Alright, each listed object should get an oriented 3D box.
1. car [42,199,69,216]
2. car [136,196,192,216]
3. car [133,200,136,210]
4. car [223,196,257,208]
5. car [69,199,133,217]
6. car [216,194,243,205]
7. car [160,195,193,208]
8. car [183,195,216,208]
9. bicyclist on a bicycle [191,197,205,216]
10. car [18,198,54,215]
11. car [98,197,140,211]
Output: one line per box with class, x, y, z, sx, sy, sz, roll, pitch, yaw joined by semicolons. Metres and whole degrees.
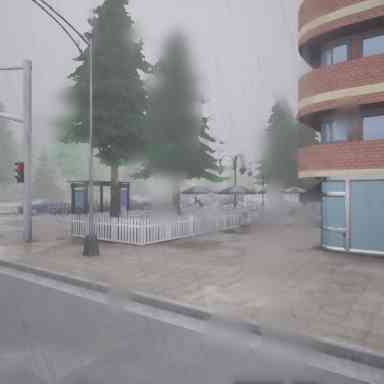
car;-11.254;1.545;31.572;1.895;1.301;4.718;0;0;36
car;-2.553;1.436;31.336;2.128;1.511;4.902;0;0;36
car;-5.784;1.545;38.931;1.895;1.301;4.718;0;0;37
car;7.136;1.545;47.130;4.718;1.301;1.895;0;0;-37
car;-8.019;1.436;29.756;2.128;1.511;4.902;0;0;36
car;6.058;1.166;54.934;5.566;2.045;2.150;0;0;-31
car;-2.237;1.296;48.337;4.553;1.767;2.097;0;0;-43
car;0.830;1.508;46.488;4.181;1.385;1.994;0;0;-43
bicyclist on a bicycle;0.434;1.245;27.308;1.656;1.620;0.582;0;0;36
car;-14.551;1.422;32.967;1.882;1.535;5.008;0;0;36
car;-8.832;1.422;40.636;1.882;1.535;5.008;0;0;38
